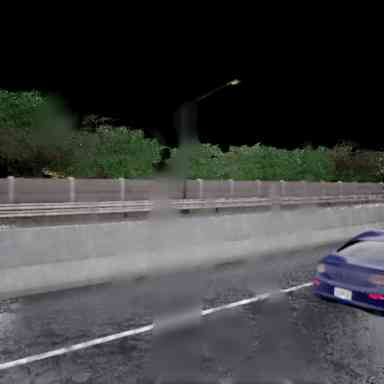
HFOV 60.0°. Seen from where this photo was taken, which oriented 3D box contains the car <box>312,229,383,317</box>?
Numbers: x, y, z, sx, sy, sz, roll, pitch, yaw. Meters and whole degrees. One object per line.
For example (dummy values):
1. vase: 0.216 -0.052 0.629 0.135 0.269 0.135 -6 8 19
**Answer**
1. car: 4.383 1.505 6.872 4.674 1.442 1.812 -1 0 -35
